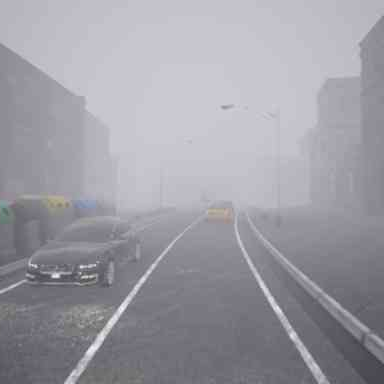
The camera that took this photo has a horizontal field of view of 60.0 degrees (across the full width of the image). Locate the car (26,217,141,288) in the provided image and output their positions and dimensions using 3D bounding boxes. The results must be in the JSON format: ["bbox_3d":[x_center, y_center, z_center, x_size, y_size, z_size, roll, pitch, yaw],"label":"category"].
[{"bbox_3d":[-2.734,1.526,9.456,1.837,1.490,4.892,0,0,4],"label":"car"}]

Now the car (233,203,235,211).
[{"bbox_3d":[4.426,1.726,42.730,1.837,1.490,4.892,0,-2,8],"label":"car"}]

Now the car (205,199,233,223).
[{"bbox_3d":[2.071,1.515,26.263,1.801,1.575,5.366,0,0,7],"label":"car"}]
